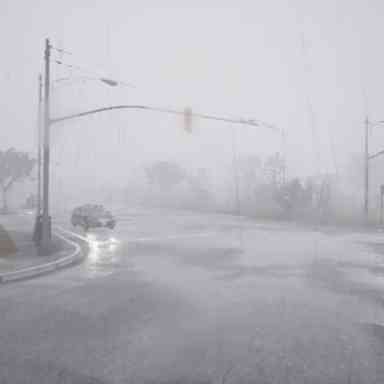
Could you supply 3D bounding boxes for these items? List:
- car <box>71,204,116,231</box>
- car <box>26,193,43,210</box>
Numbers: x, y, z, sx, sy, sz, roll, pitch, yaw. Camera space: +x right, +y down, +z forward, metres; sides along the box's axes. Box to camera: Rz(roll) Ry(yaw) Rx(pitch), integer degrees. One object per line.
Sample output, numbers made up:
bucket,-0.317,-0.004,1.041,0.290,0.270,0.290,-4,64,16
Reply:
car,-6.443,1.575,21.494,2.128,1.511,4.902,1,0,-32
car,-20.155,1.152,43.185,2.150,2.045,5.566,1,0,-32
